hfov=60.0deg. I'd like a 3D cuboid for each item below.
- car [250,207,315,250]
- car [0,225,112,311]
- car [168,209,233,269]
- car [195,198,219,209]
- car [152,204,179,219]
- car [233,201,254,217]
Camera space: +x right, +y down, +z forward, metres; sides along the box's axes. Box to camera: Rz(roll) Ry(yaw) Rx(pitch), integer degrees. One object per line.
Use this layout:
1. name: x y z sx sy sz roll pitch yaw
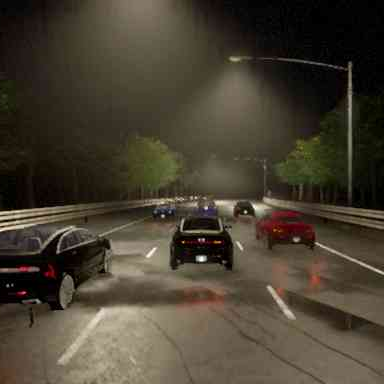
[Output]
1. car: 3.920 1.580 14.533 1.812 1.442 4.674 0 0 2
2. car: -3.273 1.514 7.793 2.128 1.511 4.902 0 0 1
3. car: 0.317 1.543 11.313 1.837 1.490 4.892 0 0 2
4. car: 1.391 1.459 30.877 2.097 1.767 4.553 0 0 4
5. car: -2.226 1.699 29.652 1.895 1.301 4.718 0 0 4
6. car: 5.004 1.641 32.170 1.812 1.442 4.674 0 0 5
